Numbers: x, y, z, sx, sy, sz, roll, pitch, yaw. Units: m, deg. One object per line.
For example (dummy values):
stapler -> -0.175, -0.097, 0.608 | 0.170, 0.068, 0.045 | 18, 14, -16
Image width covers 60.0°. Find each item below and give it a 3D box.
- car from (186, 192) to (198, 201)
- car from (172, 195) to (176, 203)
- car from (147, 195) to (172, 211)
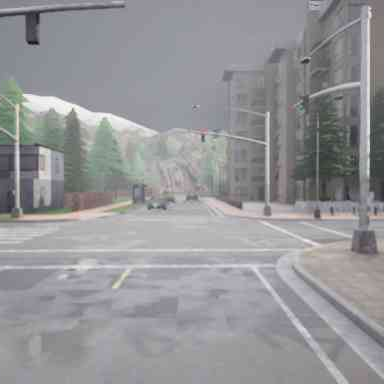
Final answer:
car -> 0.013, 0.740, 59.618 | 2.097, 1.767, 4.553 | 0, 1, 0
car -> -3.558, 1.075, 51.200 | 1.895, 1.301, 4.718 | 0, 1, 0
car -> -3.584, 1.126, 35.260 | 2.128, 1.511, 4.902 | 0, 1, 0
